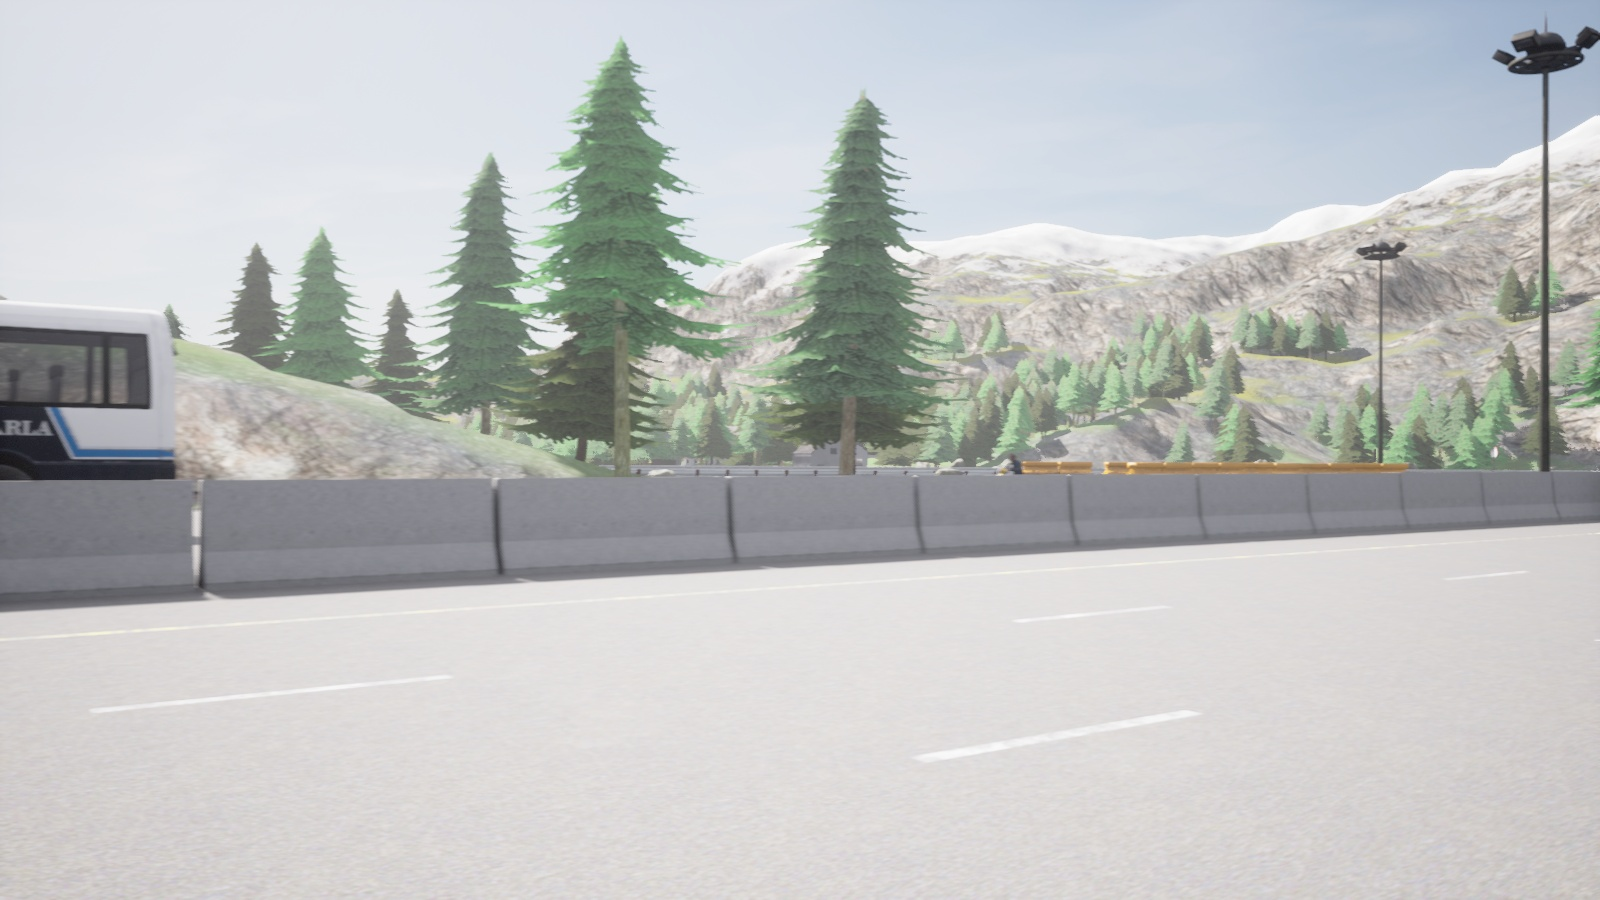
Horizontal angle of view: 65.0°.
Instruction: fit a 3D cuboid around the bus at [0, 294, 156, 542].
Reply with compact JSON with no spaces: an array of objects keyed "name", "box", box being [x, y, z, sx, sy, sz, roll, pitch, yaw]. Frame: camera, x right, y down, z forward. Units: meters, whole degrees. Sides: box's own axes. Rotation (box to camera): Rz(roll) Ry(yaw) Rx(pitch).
[{"name":"bus","box":[-17.101,-0.557,21.609,10.273,4.253,3.944,0,0,-35]}]
